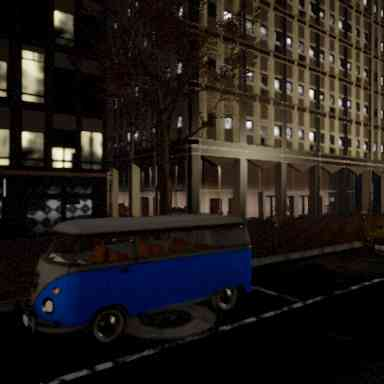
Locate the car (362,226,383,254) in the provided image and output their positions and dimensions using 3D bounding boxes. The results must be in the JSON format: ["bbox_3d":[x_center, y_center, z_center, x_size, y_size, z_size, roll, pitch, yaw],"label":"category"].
[{"bbox_3d":[8.171,1.524,12.388,4.829,1.417,1.752,0,0,-36],"label":"car"}]

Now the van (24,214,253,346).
[{"bbox_3d":[-0.706,1.341,6.054,3.998,1.788,1.690,0,0,-36],"label":"van"}]
